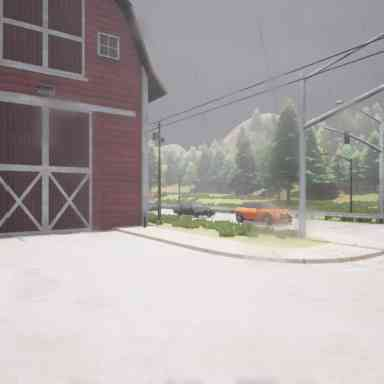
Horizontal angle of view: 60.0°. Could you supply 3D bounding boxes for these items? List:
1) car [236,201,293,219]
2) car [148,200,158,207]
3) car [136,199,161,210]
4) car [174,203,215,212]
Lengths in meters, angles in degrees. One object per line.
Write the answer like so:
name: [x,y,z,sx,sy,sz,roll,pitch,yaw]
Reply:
car: [5.473,1.526,25.612,2.097,1.767,4.553,0,0,-34]
car: [-5.517,1.842,41.692,1.994,1.385,4.181,0,0,-35]
car: [-6.558,1.850,49.597,1.812,1.442,4.674,0,0,-34]
car: [0.099,1.772,33.473,2.033,1.411,5.357,0,0,-34]
